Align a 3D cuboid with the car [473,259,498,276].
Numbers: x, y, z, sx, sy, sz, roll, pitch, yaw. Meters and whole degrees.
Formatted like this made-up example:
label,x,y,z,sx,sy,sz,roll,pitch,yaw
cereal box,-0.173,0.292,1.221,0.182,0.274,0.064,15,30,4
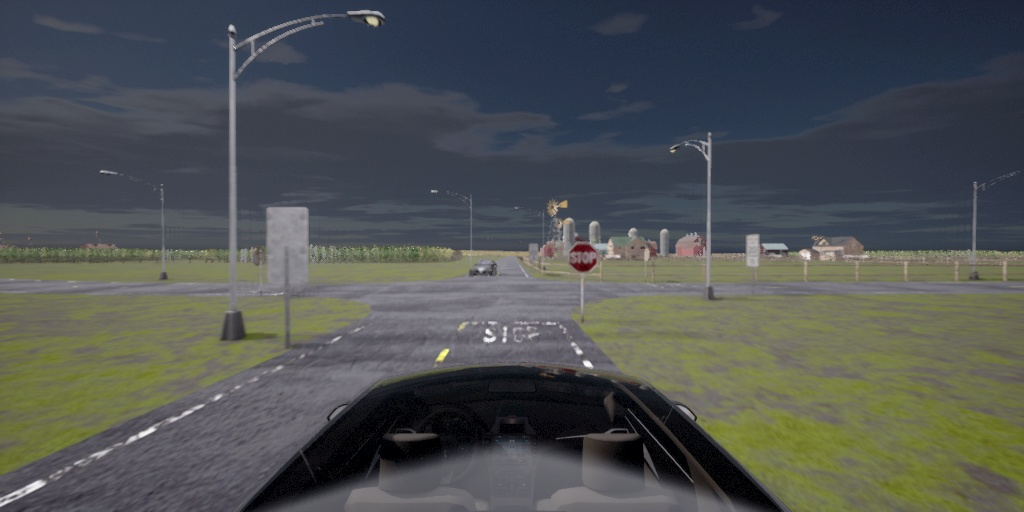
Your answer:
label,x,y,z,sx,sy,sz,roll,pitch,yaw
car,-2.508,1.063,34.718,2.128,1.511,4.902,0,1,6
